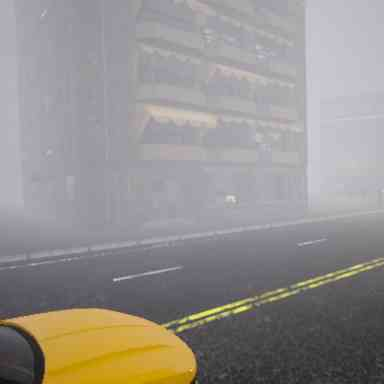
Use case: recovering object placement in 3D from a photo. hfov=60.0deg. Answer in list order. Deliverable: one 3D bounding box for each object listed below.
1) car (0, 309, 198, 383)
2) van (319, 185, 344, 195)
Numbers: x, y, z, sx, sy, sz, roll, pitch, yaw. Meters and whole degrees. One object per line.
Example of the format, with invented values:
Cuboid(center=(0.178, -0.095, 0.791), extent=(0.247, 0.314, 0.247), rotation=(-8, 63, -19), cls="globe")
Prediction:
Cuboid(center=(-2.216, 1.498, 1.877), extent=(5.008, 1.535, 1.882), rotation=(-2, 1, -36), cls="car")
Cuboid(center=(24.367, -0.416, 57.968), extent=(3.998, 1.788, 1.690), rotation=(0, 1, 21), cls="van")
